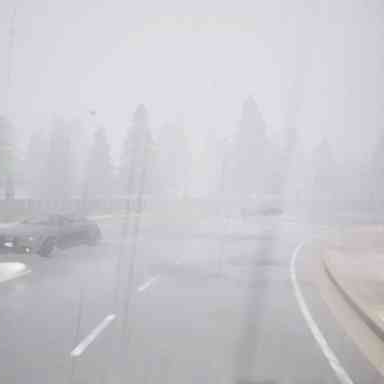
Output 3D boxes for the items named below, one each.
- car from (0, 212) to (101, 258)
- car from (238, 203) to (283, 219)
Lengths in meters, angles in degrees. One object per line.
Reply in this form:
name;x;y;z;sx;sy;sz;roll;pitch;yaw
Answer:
car;-5.181;1.462;12.352;1.994;1.385;4.181;1;0;17
car;6.472;1.727;31.199;4.718;1.301;1.895;1;0;-42
